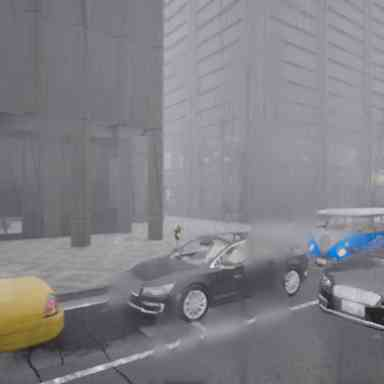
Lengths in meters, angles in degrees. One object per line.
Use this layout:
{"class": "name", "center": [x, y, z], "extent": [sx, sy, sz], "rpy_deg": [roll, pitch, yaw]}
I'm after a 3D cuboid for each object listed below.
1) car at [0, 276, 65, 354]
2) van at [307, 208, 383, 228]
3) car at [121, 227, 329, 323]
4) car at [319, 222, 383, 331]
{"class": "car", "center": [-4.066, 1.518, 3.763], "extent": [4.829, 1.417, 1.752], "rpy_deg": [0, 0, -35]}
{"class": "van", "center": [5.282, 1.398, 10.364], "extent": [3.998, 1.788, 1.690], "rpy_deg": [0, 0, -35]}
{"class": "car", "center": [0.677, 1.575, 7.112], "extent": [4.403, 1.369, 2.008], "rpy_deg": [0, 0, -35]}
{"class": "car", "center": [4.477, 1.532, 6.532], "extent": [4.902, 1.511, 2.128], "rpy_deg": [0, 0, -35]}
